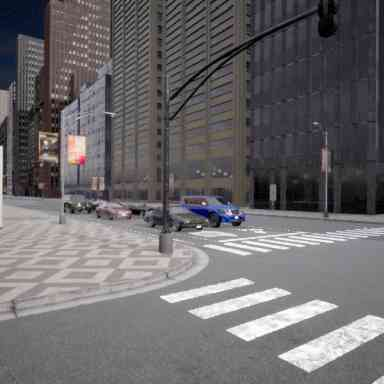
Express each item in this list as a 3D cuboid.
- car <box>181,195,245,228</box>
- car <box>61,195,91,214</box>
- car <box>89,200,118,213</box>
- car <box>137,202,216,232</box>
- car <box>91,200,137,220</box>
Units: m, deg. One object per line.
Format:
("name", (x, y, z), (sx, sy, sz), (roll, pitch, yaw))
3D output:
("car", (1.175, 1.269, 23.126), (2.150, 2.045, 5.566), (1, -1, -36))
("car", (-13.076, 1.324, 37.492), (2.150, 2.045, 5.566), (1, -1, -36))
("car", (-10.564, 1.653, 39.562), (1.812, 1.442, 4.674), (1, -1, -35))
("car", (-1.153, 1.569, 20.803), (2.033, 1.411, 5.357), (1, -1, -35))
("car", (-6.851, 1.585, 28.769), (1.812, 1.442, 4.674), (1, -1, -36))
